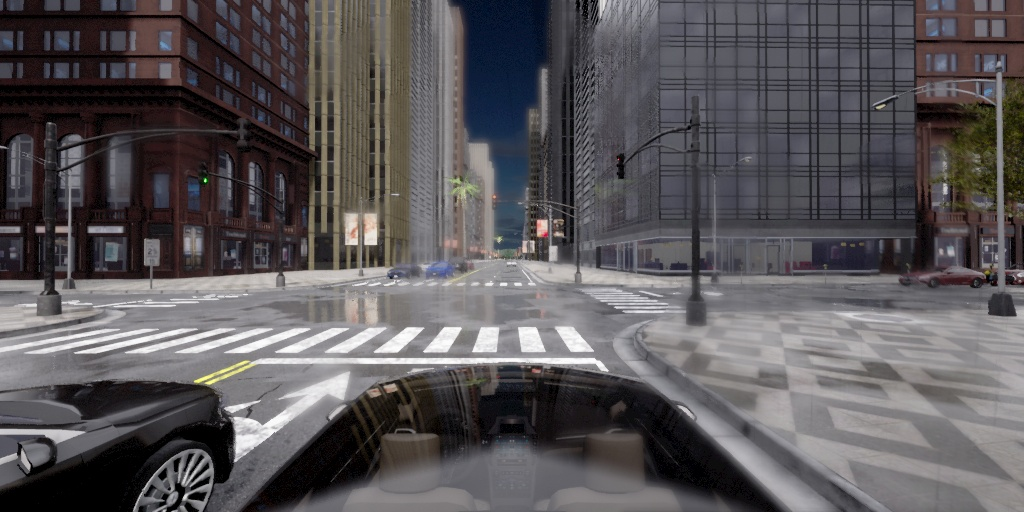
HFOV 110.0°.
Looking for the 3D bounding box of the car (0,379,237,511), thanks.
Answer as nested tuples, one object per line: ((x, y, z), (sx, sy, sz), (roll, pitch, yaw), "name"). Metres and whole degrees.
((-3.138, 1.241, 0.933), (2.128, 1.511, 4.902), (0, 0, -1), "car")

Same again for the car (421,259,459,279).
((-6.651, 1.291, 33.573), (1.882, 1.535, 5.008), (0, 0, 2), "car")

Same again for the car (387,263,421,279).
((-9.871, 1.361, 33.542), (2.033, 1.411, 5.357), (0, 0, 3), "car")

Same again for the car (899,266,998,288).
((26.430, 1.274, 22.027), (4.207, 1.307, 1.802), (0, 0, -1), "car")

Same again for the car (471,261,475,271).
((-6.670, 1.411, 53.970), (1.812, 1.442, 4.674), (0, 0, 0), "car")

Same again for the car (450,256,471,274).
((-6.669, 1.067, 43.680), (2.150, 2.045, 5.566), (0, 0, 0), "car")

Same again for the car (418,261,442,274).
((-9.923, 1.371, 43.729), (1.812, 1.442, 4.674), (0, 0, 0), "car")

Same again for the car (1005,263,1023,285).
((32.068, 1.116, 22.125), (4.097, 1.591, 1.967), (0, 0, -1), "car")
